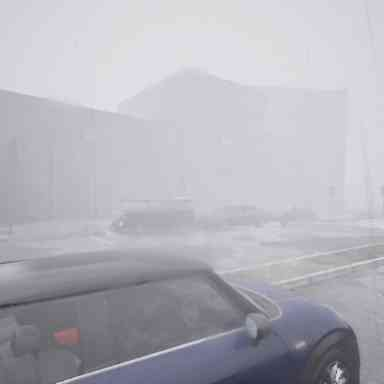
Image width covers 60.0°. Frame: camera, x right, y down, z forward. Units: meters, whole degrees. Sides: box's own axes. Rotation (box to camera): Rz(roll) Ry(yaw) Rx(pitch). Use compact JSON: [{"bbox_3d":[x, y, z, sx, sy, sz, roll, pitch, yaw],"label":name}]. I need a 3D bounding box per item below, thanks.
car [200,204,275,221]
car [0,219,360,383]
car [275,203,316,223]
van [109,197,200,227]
[{"bbox_3d":[2.526,1.499,20.497,4.792,1.488,2.163,0,0,-36],"label":"car"},{"bbox_3d":[-0.405,1.353,3.153,4.553,1.767,2.097,0,0,-36],"label":"car"},{"bbox_3d":[6.982,1.514,23.715,4.674,1.452,2.002,0,-2,-36],"label":"car"},{"bbox_3d":[-2.033,1.239,17.225,4.442,1.987,1.878,0,0,-36],"label":"van"}]
